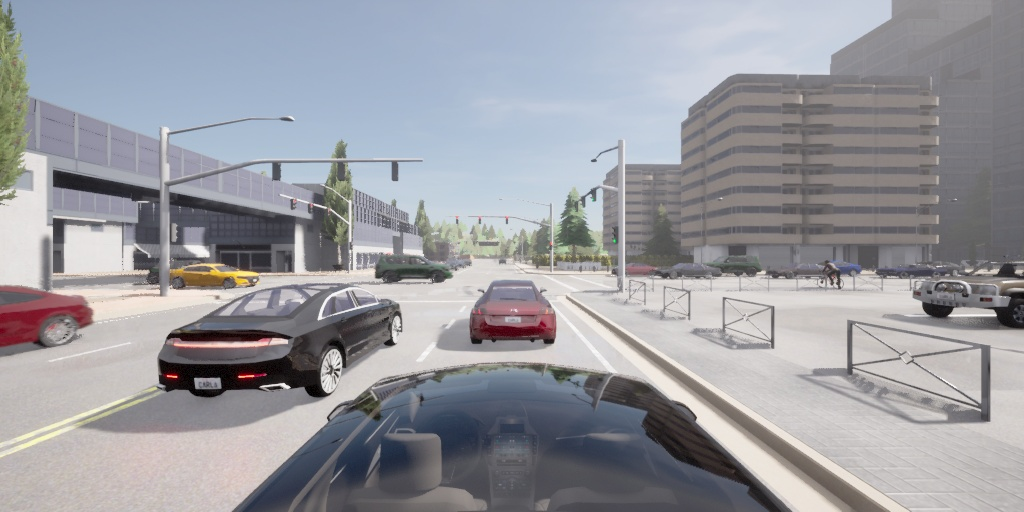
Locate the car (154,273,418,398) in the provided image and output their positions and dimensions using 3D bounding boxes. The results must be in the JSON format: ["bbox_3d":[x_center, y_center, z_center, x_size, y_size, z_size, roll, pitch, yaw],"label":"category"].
[{"bbox_3d":[-3.473,1.242,6.518,2.128,1.511,4.902,0,0,0],"label":"car"}]

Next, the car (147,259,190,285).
[{"bbox_3d":[-23.011,1.102,25.618,4.553,1.767,2.097,0,0,-1],"label":"car"}]

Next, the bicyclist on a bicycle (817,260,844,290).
[{"bbox_3d":[17.929,1.052,20.221,0.582,1.620,1.656,0,0,-2],"label":"bicyclist on a bicycle"}]

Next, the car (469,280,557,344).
[{"bbox_3d":[0.012,1.314,9.576,1.994,1.385,4.181,0,0,0],"label":"car"}]

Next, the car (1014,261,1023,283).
[{"bbox_3d":[43.303,1.314,28.308,4.181,1.385,1.994,0,0,-1],"label":"car"}]

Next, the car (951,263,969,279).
[{"bbox_3d":[41.233,1.255,35.359,4.892,1.490,1.837,0,0,-1],"label":"car"}]

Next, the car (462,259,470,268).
[{"bbox_3d":[-8.622,1.297,59.187,2.033,1.411,5.357,0,0,-1],"label":"car"}]

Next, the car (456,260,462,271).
[{"bbox_3d":[-8.359,1.314,48.890,1.994,1.385,4.181,0,0,-2],"label":"car"}]

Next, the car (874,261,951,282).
[{"bbox_3d":[35.171,1.351,31.708,4.718,1.301,1.895,0,0,-2],"label":"car"}]

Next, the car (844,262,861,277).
[{"bbox_3d":[31.118,1.228,35.097,5.008,1.535,1.882,0,0,-2],"label":"car"}]

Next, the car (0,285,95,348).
[{"bbox_3d":[-10.715,1.276,6.504,1.812,1.442,4.674,0,0,-1],"label":"car"}]

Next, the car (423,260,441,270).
[{"bbox_3d":[-11.997,1.351,54.020,1.895,1.301,4.718,0,0,-1],"label":"car"}]

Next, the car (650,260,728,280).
[{"bbox_3d":[15.238,1.297,31.129,5.357,1.411,2.033,0,0,-2],"label":"car"}]

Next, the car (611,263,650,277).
[{"bbox_3d":[11.749,1.314,34.527,4.181,1.385,1.994,0,0,-2],"label":"car"}]

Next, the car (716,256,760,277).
[{"bbox_3d":[21.092,0.972,34.806,5.566,2.045,2.150,0,0,-2],"label":"car"}]

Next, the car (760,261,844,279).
[{"bbox_3d":[25.308,1.297,31.428,5.357,1.411,2.033,0,0,-2],"label":"car"}]

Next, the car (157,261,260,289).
[{"bbox_3d":[-18.350,1.228,22.147,5.008,1.535,1.882,0,0,1],"label":"car"}]

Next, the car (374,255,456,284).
[{"bbox_3d":[-7.169,0.971,26.335,5.566,2.045,2.150,0,0,-4],"label":"car"}]
